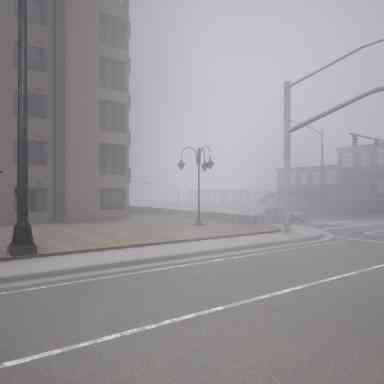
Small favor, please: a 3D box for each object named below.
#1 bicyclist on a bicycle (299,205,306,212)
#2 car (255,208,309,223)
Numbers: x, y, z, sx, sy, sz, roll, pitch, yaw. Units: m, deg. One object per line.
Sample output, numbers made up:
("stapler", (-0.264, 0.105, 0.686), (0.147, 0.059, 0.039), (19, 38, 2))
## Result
("bicyclist on a bicycle", (13.575, 2.464, 40.693), (1.656, 1.620, 0.582), (0, -8, -35))
("car", (7.958, 2.096, 29.830), (1.895, 1.301, 4.718), (0, -4, -36))
